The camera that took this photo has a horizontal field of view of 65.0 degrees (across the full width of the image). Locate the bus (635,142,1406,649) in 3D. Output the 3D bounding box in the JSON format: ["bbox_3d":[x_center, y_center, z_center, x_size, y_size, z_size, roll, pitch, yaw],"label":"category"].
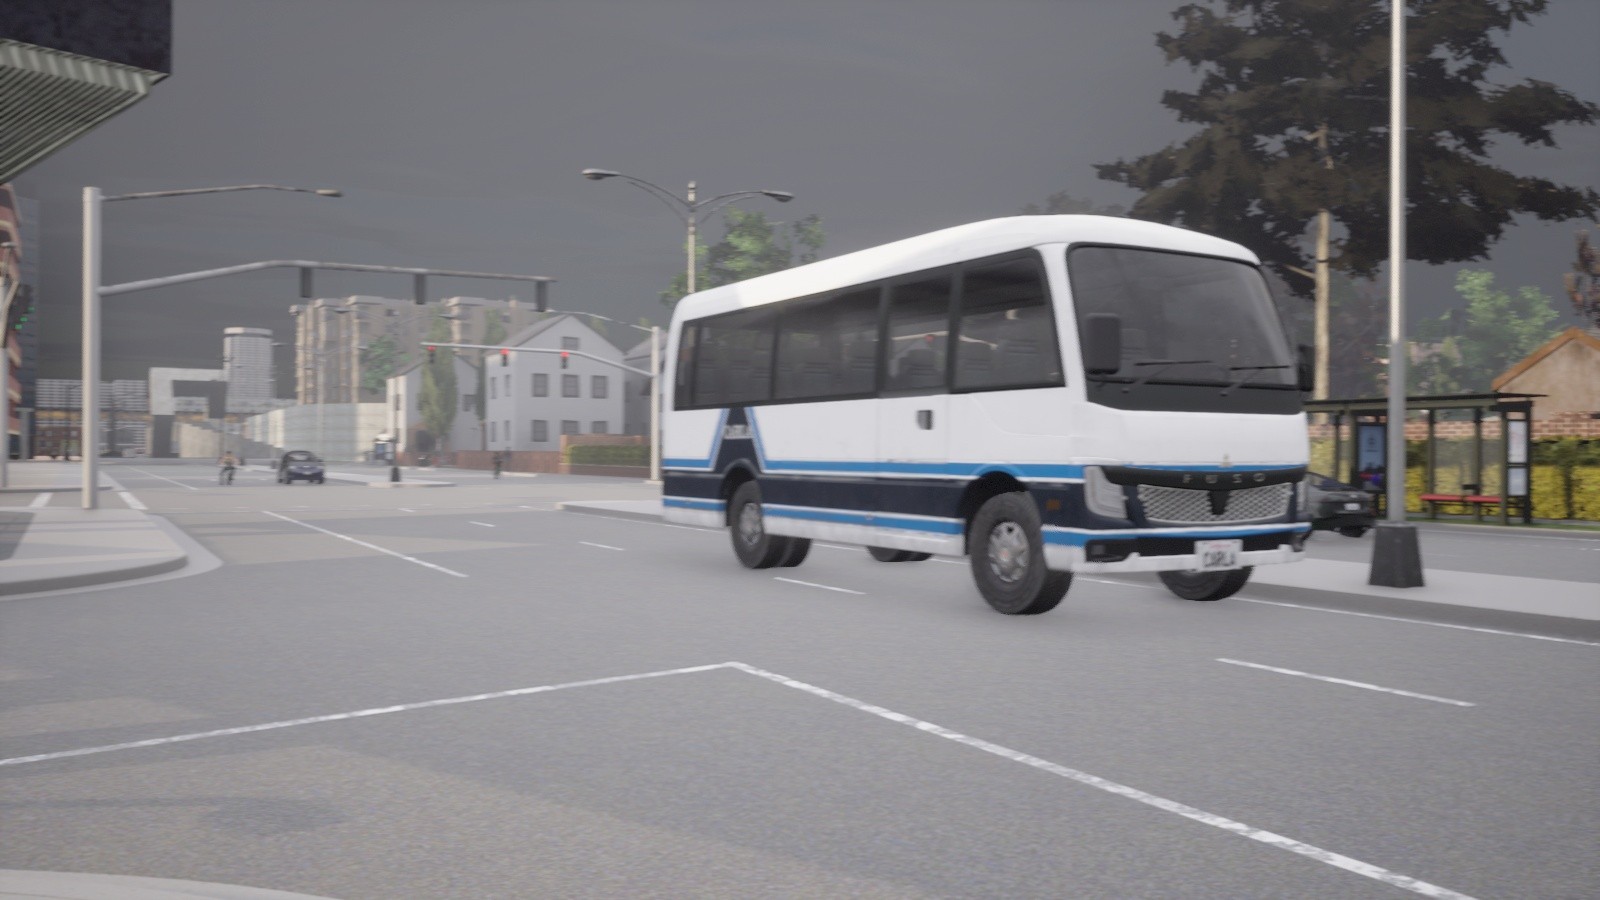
[{"bbox_3d":[1.754,-0.449,15.976,3.944,4.253,10.273,0,0,-30],"label":"bus"}]

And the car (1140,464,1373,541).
[{"bbox_3d":[9.283,1.012,25.852,1.994,1.385,4.181,0,0,-31],"label":"car"}]

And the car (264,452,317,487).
[{"bbox_3d":[-24.846,0.914,61.157,1.851,1.617,3.988,0,0,-30],"label":"car"}]
